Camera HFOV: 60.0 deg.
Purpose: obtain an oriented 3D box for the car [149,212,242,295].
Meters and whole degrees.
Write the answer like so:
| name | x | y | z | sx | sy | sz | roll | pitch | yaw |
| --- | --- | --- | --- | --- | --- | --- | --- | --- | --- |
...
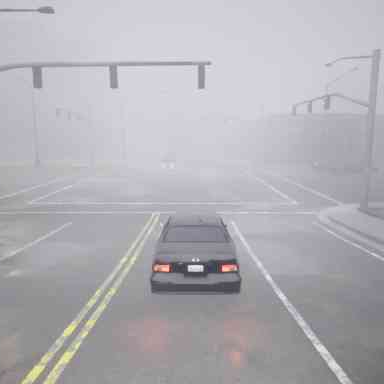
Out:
| name | x | y | z | sx | sy | sz | roll | pitch | yaw |
| --- | --- | --- | --- | --- | --- | --- | --- | --- | --- |
| car | 0.080 | 1.217 | 8.409 | 2.033 | 1.411 | 5.357 | 0 | 4 | 0 |

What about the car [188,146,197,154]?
| name | x | y | z | sx | sy | sz | roll | pitch | yaw |
| --- | --- | --- | --- | --- | --- | --- | --- | --- | --- |
| car | 0.054 | -10.326 | 81.097 | 2.097 | 1.767 | 4.553 | 0 | 9 | 0 |

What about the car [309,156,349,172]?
| name | x | y | z | sx | sy | sz | roll | pitch | yaw |
| --- | --- | --- | --- | --- | --- | --- | --- | --- | --- |
| car | 15.578 | -3.198 | 37.333 | 4.553 | 1.767 | 2.097 | 0 | 9 | 0 |

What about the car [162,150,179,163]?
| name | x | y | z | sx | sy | sz | roll | pitch | yaw |
| --- | --- | --- | --- | --- | --- | --- | --- | --- | --- |
| car | -3.562 | -5.310 | 51.535 | 2.033 | 1.411 | 5.357 | 0 | 9 | 0 |

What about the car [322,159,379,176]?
| name | x | y | z | sx | sy | sz | roll | pitch | yaw |
| --- | --- | --- | --- | --- | --- | --- | --- | --- | --- |
| car | 16.271 | -2.390 | 33.919 | 4.718 | 1.301 | 1.895 | 0 | 9 | -1 |

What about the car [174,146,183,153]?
| name | x | y | z | sx | sy | sz | roll | pitch | yaw |
| --- | --- | --- | --- | --- | --- | --- | --- | --- | --- |
| car | -3.453 | -8.521 | 71.208 | 2.033 | 1.411 | 5.357 | 0 | 9 | 0 |

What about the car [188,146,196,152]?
| name | x | y | z | sx | sy | sz | roll | pitch | yaw |
| --- | --- | --- | --- | --- | --- | --- | --- | --- | --- |
| car | 0.060 | -11.813 | 91.155 | 1.994 | 1.385 | 4.181 | 0 | 9 | 0 |

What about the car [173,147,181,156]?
| name | x | y | z | sx | sy | sz | roll | pitch | yaw |
| --- | --- | --- | --- | --- | --- | --- | --- | --- | --- |
| car | -3.527 | -6.896 | 61.012 | 1.837 | 1.490 | 4.892 | 0 | 9 | 0 |
